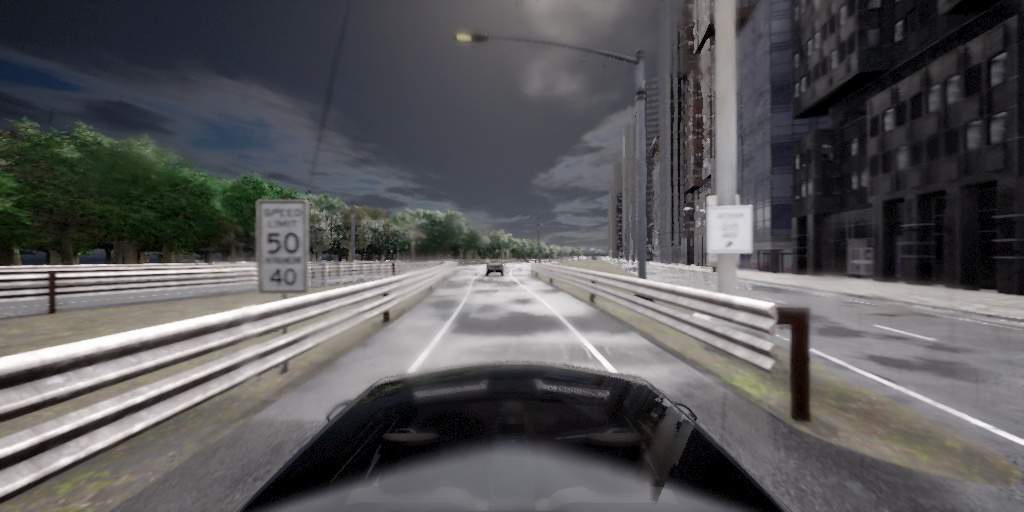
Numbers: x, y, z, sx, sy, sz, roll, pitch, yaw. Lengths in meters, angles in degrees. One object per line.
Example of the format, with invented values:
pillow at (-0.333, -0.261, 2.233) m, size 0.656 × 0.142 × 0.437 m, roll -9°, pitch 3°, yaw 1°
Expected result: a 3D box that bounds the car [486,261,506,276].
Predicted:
car at (-1.792, 1.319, 38.904) m, size 1.837 × 1.490 × 4.892 m, roll 0°, pitch 0°, yaw -1°
